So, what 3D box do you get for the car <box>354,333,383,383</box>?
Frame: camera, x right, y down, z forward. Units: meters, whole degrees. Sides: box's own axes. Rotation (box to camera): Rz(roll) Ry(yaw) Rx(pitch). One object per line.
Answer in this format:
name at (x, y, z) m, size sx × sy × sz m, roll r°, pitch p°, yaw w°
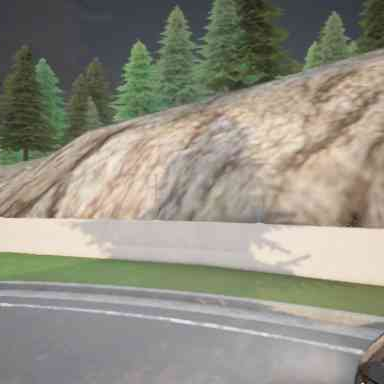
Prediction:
car at (3.463, 1.456, 1.598) m, size 4.892 × 1.490 × 1.837 m, roll -1°, pitch -2°, yaw 40°
